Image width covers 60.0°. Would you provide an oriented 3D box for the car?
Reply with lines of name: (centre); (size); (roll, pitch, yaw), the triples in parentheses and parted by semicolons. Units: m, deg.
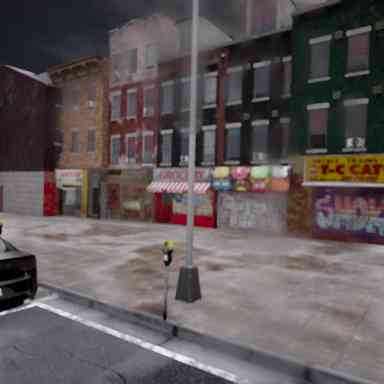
car: (-5.048, 1.382, 6.545); (5.008, 1.535, 1.882); (1, 0, 35)
